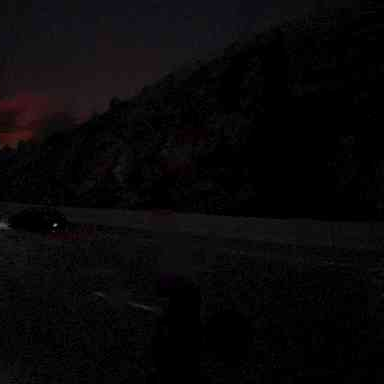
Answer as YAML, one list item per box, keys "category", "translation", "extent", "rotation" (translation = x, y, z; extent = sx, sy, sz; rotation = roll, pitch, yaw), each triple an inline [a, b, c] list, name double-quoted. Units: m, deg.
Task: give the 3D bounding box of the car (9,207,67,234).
- category: "car"
  translation: [-9.479, 1.645, 20.314]
  extent: [4.902, 1.511, 2.128]
  rotation: [0, -1, 42]
